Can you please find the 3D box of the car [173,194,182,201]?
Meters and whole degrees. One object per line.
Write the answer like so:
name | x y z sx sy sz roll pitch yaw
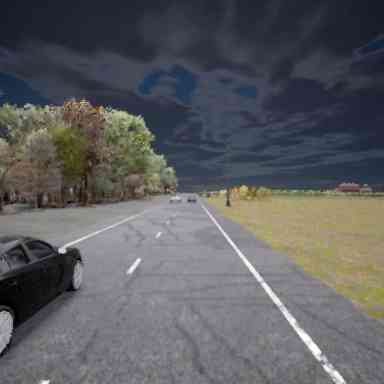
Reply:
car | -3.516 1.294 81.557 1.882 1.535 5.008 0 0 0

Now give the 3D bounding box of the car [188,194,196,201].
car | -0.018 1.315 81.557 1.837 1.490 4.892 0 0 0

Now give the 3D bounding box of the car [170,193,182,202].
car | -3.514 1.171 71.162 2.150 2.045 5.566 0 0 0

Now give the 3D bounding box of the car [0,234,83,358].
car | -3.500 1.478 5.911 1.882 1.535 5.008 0 0 0

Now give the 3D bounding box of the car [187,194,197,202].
car | -0.014 1.498 71.516 1.994 1.385 4.181 0 0 0
